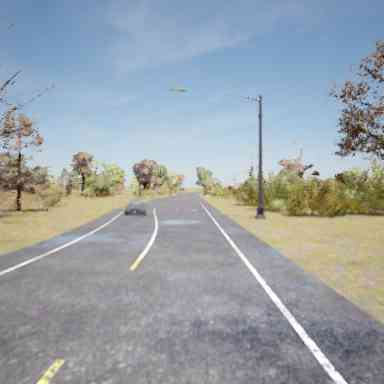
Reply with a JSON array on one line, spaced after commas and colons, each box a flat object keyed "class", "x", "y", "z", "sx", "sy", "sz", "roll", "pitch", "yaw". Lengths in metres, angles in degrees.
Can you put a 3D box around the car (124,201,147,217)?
[{"class": "car", "x": -5.284, "y": 1.543, "z": 31.482, "sx": 1.994, "sy": 1.385, "sz": 4.181, "roll": 0, "pitch": 0, "yaw": -7}]
